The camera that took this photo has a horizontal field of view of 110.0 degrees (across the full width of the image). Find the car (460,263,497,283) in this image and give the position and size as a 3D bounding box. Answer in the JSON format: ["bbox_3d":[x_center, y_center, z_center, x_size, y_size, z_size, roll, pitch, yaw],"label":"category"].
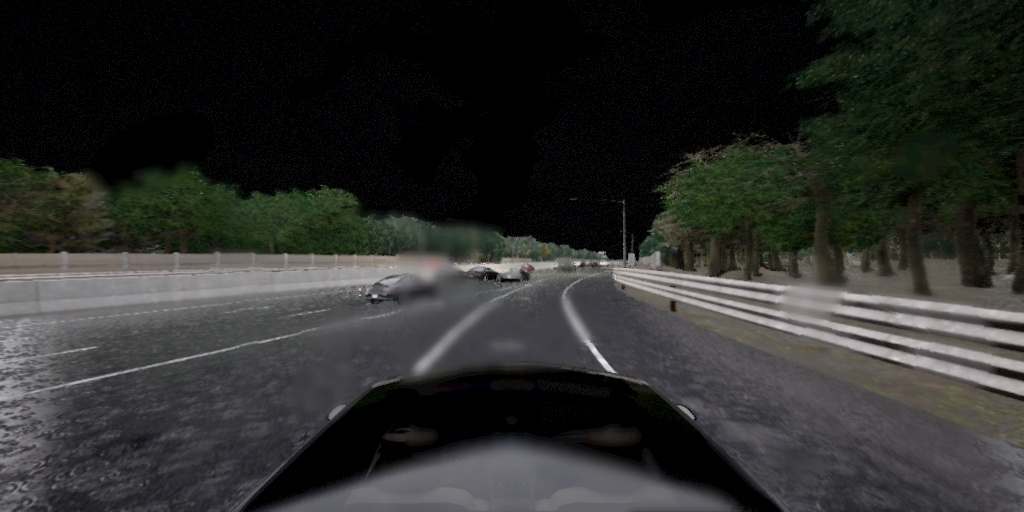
[{"bbox_3d":[-2.883,1.784,35.694,1.882,1.535,5.008,-1,-1,20],"label":"car"}]

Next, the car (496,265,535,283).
[{"bbox_3d":[0.410,1.832,34.502,1.994,1.385,4.181,-1,-1,20],"label":"car"}]

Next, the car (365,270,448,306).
[{"bbox_3d":[-5.394,1.650,18.274,1.812,1.442,4.674,-1,-1,20],"label":"car"}]

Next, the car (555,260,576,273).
[{"bbox_3d":[9.121,1.705,58.883,2.150,2.045,5.566,-1,-1,20],"label":"car"}]

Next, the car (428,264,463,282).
[{"bbox_3d":[-6.180,1.836,36.865,2.128,1.511,4.902,-1,-1,20],"label":"car"}]
